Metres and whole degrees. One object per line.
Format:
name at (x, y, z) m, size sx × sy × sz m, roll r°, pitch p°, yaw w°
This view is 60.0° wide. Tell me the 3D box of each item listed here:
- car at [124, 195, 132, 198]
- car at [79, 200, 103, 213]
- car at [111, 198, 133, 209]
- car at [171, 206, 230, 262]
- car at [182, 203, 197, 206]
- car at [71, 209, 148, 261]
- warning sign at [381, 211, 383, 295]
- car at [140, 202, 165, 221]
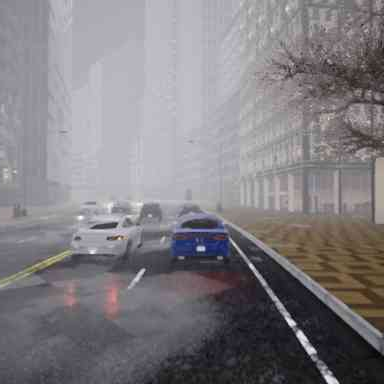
car at (-14.586, 1.442, 75.871) m, size 1.882 × 1.535 × 5.008 m, roll 0°, pitch 0°, yaw -15°
car at (-10.667, 1.627, 35.331) m, size 1.812 × 1.442 × 4.674 m, roll 0°, pitch 0°, yaw -5°
car at (-7.423, 1.677, 35.493) m, size 1.994 × 1.385 × 4.181 m, roll 0°, pitch 0°, yaw -5°
car at (0.272, 1.524, 12.282) m, size 1.882 × 1.535 × 5.008 m, roll 0°, pitch 0°, yaw 0°
car at (-0.223, 1.676, 29.099) m, size 1.994 × 1.385 × 4.181 m, roll 0°, pitch 0°, yaw -4°
car at (-2.975, 1.567, 12.304) m, size 1.812 × 1.442 × 4.674 m, roll 0°, pitch 0°, yaw 0°
warning sign at (2.867, 1.130, 3.320) m, size 1.300 × 1.860 × 1.060 m, roll -1°, pitch -1°, yaw 1°
car at (-3.440, 1.607, 28.501) m, size 1.837 × 1.490 × 4.892 m, roll 0°, pitch 0°, yaw -3°
